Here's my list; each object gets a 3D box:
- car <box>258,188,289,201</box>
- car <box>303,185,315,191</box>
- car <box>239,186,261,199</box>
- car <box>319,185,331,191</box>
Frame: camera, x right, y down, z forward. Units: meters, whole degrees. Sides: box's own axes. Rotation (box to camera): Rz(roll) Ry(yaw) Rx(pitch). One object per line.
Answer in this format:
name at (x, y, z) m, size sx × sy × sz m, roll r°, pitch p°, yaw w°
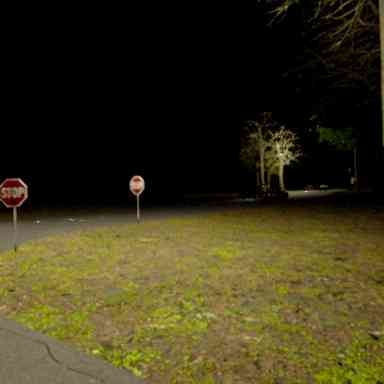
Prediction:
car at (10.908, 0.376, 43.038) m, size 2.033 × 1.411 × 5.357 m, roll -2°, pitch 0°, yaw 34°
car at (28.896, -0.902, 81.849) m, size 1.994 × 1.385 × 4.181 m, roll -2°, pitch 1°, yaw 34°
car at (9.551, 0.056, 53.483) m, size 2.150 × 2.045 × 5.566 m, roll -2°, pitch 1°, yaw 34°
car at (31.785, -0.974, 79.432) m, size 1.895 × 1.301 × 4.718 m, roll -2°, pitch 1°, yaw 32°
